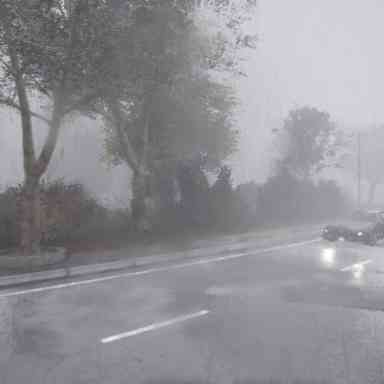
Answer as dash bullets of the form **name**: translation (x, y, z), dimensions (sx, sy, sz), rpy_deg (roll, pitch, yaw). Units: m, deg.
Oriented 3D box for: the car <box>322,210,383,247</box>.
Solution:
- **car**: translation (8.088, 1.573, 15.613), dimensions (5.357, 1.411, 2.033), rpy_deg (0, 0, -44)
